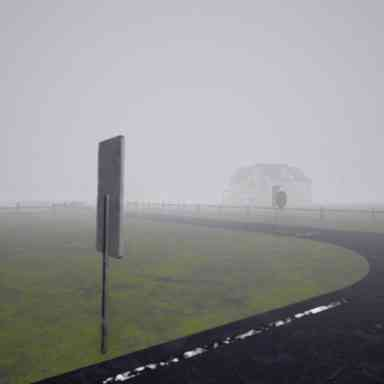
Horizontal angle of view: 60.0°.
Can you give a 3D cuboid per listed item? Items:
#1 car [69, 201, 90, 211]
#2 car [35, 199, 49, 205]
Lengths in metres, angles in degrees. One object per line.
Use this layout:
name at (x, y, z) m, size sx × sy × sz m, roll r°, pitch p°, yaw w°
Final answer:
car at (-17.304, 2.106, 50.984) m, size 2.033 × 1.411 × 5.357 m, roll 2°, pitch -2°, yaw -36°
car at (-37.122, 2.650, 82.914) m, size 1.994 × 1.385 × 4.181 m, roll 2°, pitch -2°, yaw -36°
